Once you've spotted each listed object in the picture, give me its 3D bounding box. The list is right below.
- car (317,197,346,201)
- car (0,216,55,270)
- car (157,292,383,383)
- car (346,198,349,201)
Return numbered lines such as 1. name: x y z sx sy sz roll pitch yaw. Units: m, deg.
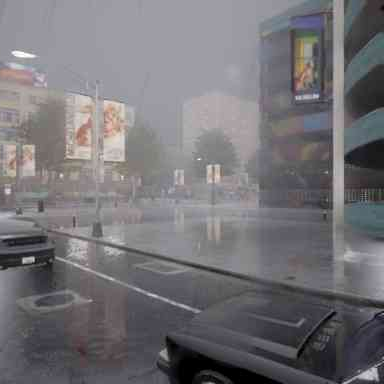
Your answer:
1. car: 17.393 1.320 42.573 4.674 1.452 2.002 0 0 -42
2. car: -5.887 1.506 10.392 1.837 1.490 4.892 0 0 -43
3. car: 1.977 1.601 2.732 4.718 1.301 1.895 0 0 37
4. car: 23.629 1.413 53.837 4.786 1.482 2.161 0 0 -42
